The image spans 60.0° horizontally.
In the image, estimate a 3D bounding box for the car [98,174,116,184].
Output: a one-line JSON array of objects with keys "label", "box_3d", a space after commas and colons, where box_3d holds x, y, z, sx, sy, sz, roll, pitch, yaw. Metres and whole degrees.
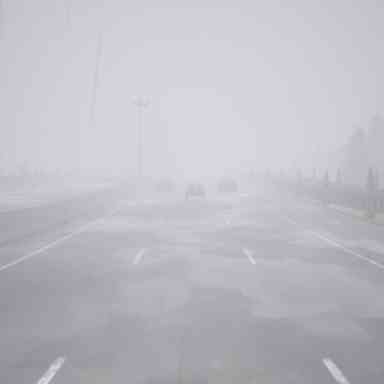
[{"label": "car", "box_3d": [-13.611, -2.119, 53.733, 1.812, 1.442, 4.674, 0, 5, 1]}]

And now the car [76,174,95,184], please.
[{"label": "car", "box_3d": [-17.107, -2.155, 53.713, 2.128, 1.511, 4.902, 0, 5, 1]}]

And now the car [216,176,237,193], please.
[{"label": "car", "box_3d": [3.896, -0.954, 37.881, 2.097, 1.767, 4.553, 0, 5, 1]}]

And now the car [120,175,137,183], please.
[{"label": "car", "box_3d": [-10.110, -2.060, 53.304, 2.033, 1.411, 5.357, 0, 5, 1]}]

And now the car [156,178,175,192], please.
[{"label": "car", "box_3d": [-3.095, -0.880, 38.647, 2.128, 1.511, 4.902, 0, 5, 1]}]

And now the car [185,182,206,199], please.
[{"label": "car", "box_3d": [0.305, -0.216, 31.442, 2.033, 1.411, 5.357, 0, 5, 1]}]
